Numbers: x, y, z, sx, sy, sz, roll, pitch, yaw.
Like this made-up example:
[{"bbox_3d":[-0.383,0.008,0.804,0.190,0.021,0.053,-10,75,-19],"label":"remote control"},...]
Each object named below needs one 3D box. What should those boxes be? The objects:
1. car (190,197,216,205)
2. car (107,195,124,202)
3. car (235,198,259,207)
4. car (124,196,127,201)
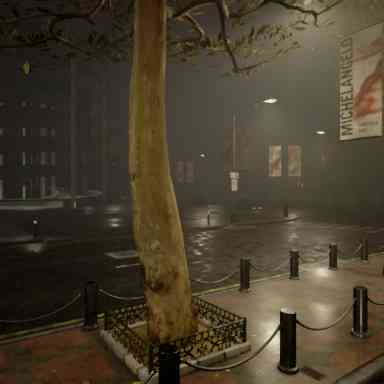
[{"bbox_3d":[1.861,1.547,58.039,2.033,1.411,5.357,0,0,-38],"label":"car"},{"bbox_3d":[-19.027,1.474,77.398,4.674,1.442,1.812,0,0,12],"label":"car"},{"bbox_3d":[8.013,1.564,49.576,1.994,1.385,4.181,0,0,-36],"label":"car"},{"bbox_3d":[-18.068,1.464,80.764,4.674,1.442,1.812,0,0,12],"label":"car"}]
